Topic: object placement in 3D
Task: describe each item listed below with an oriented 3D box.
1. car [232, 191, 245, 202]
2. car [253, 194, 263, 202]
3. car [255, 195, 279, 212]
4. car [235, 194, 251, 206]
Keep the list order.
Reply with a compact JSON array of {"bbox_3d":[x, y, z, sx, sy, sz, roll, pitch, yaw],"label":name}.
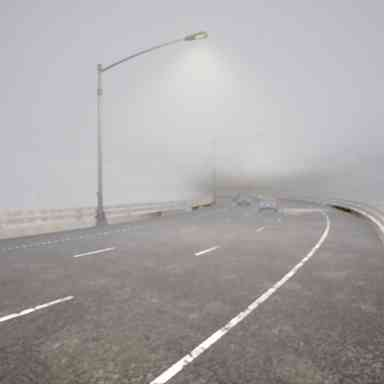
[{"bbox_3d":[9.140,0.899,64.697,2.150,2.045,5.566,0,0,-1],"label":"car"},{"bbox_3d":[12.482,1.171,61.480,2.128,1.511,4.902,0,0,3],"label":"car"},{"bbox_3d":[8.211,1.359,35.331,2.033,1.411,5.357,0,0,16],"label":"car"},{"bbox_3d":[7.736,1.352,49.116,1.895,1.301,4.718,0,0,10],"label":"car"}]
